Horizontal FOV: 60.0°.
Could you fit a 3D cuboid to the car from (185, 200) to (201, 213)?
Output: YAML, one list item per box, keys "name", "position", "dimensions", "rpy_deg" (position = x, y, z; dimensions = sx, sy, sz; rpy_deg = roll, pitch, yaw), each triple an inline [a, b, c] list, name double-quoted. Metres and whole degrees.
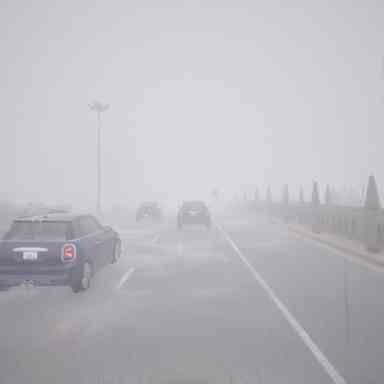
- name: "car"
  position: [0.115, 1.770, 40.271]
  dimensions: [1.882, 1.535, 5.008]
  rpy_deg: [0, -3, 0]

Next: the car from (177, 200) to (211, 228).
- name: "car"
  position: [0.108, 1.352, 22.164]
  dimensions: [2.097, 1.767, 4.553]
  rpy_deg: [0, 0, 0]

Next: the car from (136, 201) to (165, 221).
- name: "car"
  position: [-3.388, 1.505, 27.155]
  dimensions: [1.837, 1.490, 4.892]
  rpy_deg: [0, 0, 0]

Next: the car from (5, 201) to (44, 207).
- name: "car"
  position: [-14.007, 1.569, 29.200]
  dimensions: [1.994, 1.385, 4.181]
  rpy_deg: [0, 0, 1]

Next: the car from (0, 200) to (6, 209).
- name: "car"
  position: [-17.505, 1.498, 29.263]
  dimensions: [2.128, 1.511, 4.902]
  rpy_deg: [0, 0, 0]

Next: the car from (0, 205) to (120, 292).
- name: "car"
  position: [-3.394, 1.352, 9.099]
  dimensions: [2.097, 1.767, 4.553]
  rpy_deg: [0, 0, 0]

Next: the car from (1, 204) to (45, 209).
- name: "car"
  position: [-6.894, 1.505, 16.172]
  dimensions: [1.837, 1.490, 4.892]
  rpy_deg: [0, 0, 0]
